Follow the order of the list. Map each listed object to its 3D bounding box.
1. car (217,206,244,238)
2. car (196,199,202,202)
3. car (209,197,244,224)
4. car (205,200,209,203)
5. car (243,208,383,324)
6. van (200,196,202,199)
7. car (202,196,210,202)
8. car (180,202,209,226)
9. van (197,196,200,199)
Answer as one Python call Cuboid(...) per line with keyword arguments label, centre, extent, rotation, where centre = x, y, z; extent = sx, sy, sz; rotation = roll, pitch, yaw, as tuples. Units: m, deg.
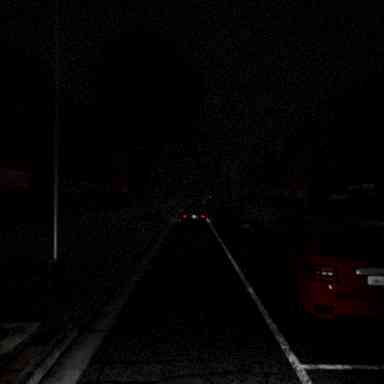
Cuboid(label="car", centre=(2.651, 1.706, 18.235), extent=(1.947, 1.339, 4.313), rotation=(1, 0, 0))
Cuboid(label="car", centre=(0.109, 1.918, 41.983), extent=(1.895, 1.301, 4.718), rotation=(0, 0, 0))
Cuboid(label="car", centre=(2.656, 1.496, 23.778), extent=(2.192, 1.841, 5.009), rotation=(1, 0, 0))
Cuboid(label="car", centre=(2.655, 1.809, 34.858), extent=(1.887, 1.381, 4.507), rotation=(1, 0, 0))
Cuboid(label="car", centre=(2.652, 1.371, 7.156), extent=(2.192, 1.841, 5.009), rotation=(1, 0, 0))
Cuboid(label="van", centre=(2.662, 1.771, 57.023), extent=(1.690, 1.788, 3.998), rotation=(1, 0, 0))
Cuboid(label="car", centre=(2.659, 1.621, 40.401), extent=(2.192, 1.841, 5.009), rotation=(1, 0, 0))
Cuboid(label="car", centre=(0.106, 1.738, 25.028), extent=(2.033, 1.411, 5.357), rotation=(0, 0, -1))
Cuboid(label="van", centre=(2.665, 1.944, 79.184), extent=(1.690, 1.788, 3.998), rotation=(1, 0, 0))
